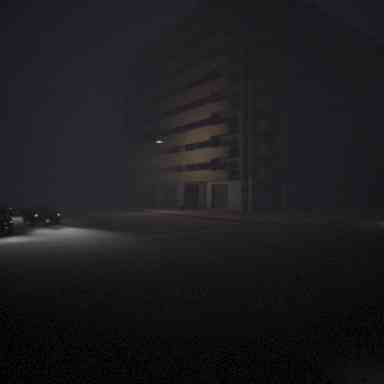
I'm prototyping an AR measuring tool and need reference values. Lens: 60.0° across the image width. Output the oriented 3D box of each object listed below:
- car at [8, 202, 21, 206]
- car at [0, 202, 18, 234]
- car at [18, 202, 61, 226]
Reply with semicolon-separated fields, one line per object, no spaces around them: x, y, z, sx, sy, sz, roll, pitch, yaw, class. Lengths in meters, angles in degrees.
-18.047;1.657;33.931;1.895;1.301;4.718;0;0;-36;car
-11.416;1.560;18.902;1.837;1.490;4.892;0;0;-35;car
-11.128;1.657;24.469;1.895;1.301;4.718;0;0;-36;car
